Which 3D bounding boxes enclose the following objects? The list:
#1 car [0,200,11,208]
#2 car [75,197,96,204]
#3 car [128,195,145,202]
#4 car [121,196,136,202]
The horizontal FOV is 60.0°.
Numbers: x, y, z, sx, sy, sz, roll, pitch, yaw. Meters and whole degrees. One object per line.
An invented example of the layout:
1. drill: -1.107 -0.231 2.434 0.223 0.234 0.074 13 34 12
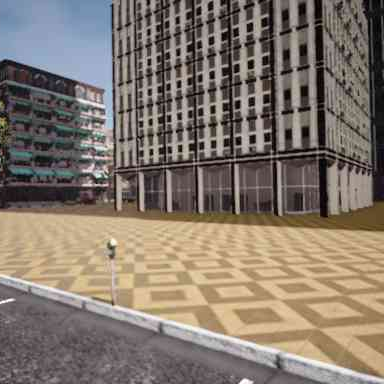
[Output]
1. car: -30.490 1.786 51.694 1.967 1.590 4.097 -1 0 36
2. car: -20.772 1.661 65.130 1.967 1.590 4.097 -1 0 36
3. car: -14.602 1.717 87.957 1.967 1.590 4.097 -1 0 36
4. car: -14.291 1.691 74.087 2.008 1.369 4.403 -1 0 36
